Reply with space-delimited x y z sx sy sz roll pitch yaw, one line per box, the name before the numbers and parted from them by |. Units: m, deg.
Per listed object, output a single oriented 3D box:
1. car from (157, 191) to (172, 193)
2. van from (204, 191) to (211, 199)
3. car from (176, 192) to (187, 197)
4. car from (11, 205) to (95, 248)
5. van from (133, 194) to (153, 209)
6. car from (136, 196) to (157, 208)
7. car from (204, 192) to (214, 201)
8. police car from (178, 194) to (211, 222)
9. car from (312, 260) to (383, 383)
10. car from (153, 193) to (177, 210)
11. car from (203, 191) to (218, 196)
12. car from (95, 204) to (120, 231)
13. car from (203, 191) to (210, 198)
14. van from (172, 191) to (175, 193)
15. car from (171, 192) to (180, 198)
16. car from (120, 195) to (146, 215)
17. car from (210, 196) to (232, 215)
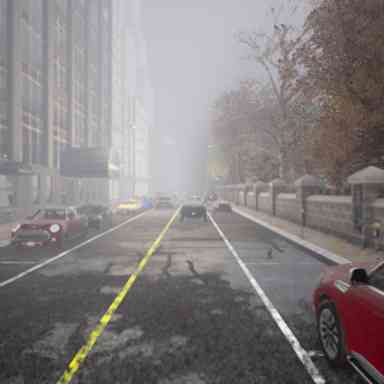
car | -5.278 0.859 57.909 2.192 1.841 5.009 1 1 2
van | 3.682 0.682 79.536 1.690 1.788 3.998 1 1 2
car | -2.035 0.641 78.998 2.128 1.511 4.902 0 1 2
car | -5.825 1.339 14.060 1.967 1.590 4.097 0 0 0
van | -5.673 1.068 36.299 1.690 1.788 3.998 1 0 0
car | -5.643 1.248 41.843 1.947 1.339 4.313 1 0 1
car | 3.389 0.884 68.584 1.967 1.590 4.097 1 1 2
police car | 0.107 1.242 24.882 1.930 1.638 5.238 0 0 0
car | 2.698 1.296 2.669 2.192 1.841 5.009 0 0 0
car | -3.055 1.219 37.897 1.837 1.490 4.892 0 0 0
car | 2.952 0.908 52.154 2.192 1.841 5.009 1 1 2
car | -5.824 1.423 19.621 1.947 1.339 4.313 0 0 0
car | 3.973 0.674 90.490 1.967 1.590 4.097 1 1 2
van | -4.986 0.784 68.854 1.690 1.788 3.998 1 1 2
car | -4.405 0.784 90.744 2.008 1.369 4.403 1 1 2
car | -5.685 1.298 30.571 1.752 1.417 4.829 0 0 0
car | 2.704 1.356 30.473 1.802 1.307 4.206 0 0 0
